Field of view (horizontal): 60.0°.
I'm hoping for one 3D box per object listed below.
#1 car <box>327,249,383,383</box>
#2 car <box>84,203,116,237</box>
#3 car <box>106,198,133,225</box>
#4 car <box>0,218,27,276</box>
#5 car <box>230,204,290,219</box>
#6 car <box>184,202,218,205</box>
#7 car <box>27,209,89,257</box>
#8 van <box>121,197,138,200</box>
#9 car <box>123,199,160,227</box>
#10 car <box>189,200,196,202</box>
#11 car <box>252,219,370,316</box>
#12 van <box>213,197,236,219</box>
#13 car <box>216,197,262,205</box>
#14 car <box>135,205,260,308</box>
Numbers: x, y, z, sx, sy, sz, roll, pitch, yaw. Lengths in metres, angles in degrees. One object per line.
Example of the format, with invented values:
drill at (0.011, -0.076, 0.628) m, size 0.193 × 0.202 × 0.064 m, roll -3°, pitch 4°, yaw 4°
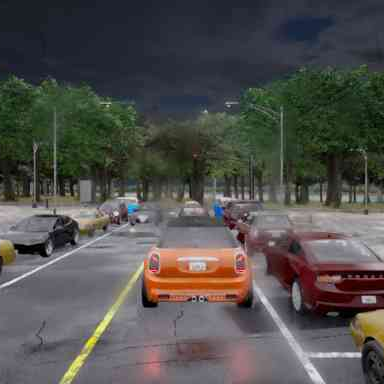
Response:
car at (2.762, 1.525, 2.156) m, size 1.752 × 1.417 × 4.829 m, roll 0°, pitch 0°, yaw 0°
car at (-5.749, 1.527, 18.136) m, size 1.752 × 1.417 × 4.829 m, roll 0°, pitch 0°, yaw 0°
car at (-5.744, 1.443, 23.744) m, size 1.967 × 1.590 × 4.097 m, roll 0°, pitch 0°, yaw 0°
car at (-5.758, 1.525, 7.261) m, size 1.752 × 1.417 × 4.829 m, roll 0°, pitch 0°, yaw 0°
car at (2.772, 1.441, 12.861) m, size 1.967 × 1.590 × 4.097 m, roll 0°, pitch 0°, yaw 0°
car at (0.113, 1.493, 17.310) m, size 2.128 × 1.511 × 4.902 m, roll 0°, pitch 0°, yaw 0°
car at (-5.753, 1.567, 12.869) m, size 1.947 × 1.339 × 4.313 m, roll 0°, pitch 0°, yaw 0°
van at (-5.739, 1.345, 29.182) m, size 1.690 × 1.788 × 3.998 m, roll 0°, pitch 0°, yaw 0°
car at (-3.018, 1.495, 23.074) m, size 2.128 × 1.511 × 4.902 m, roll 0°, pitch 0°, yaw 1°
car at (0.021, 1.460, 27.255) m, size 1.801 × 1.575 × 5.366 m, roll 0°, pitch 0°, yaw 1°
car at (2.767, 1.545, 7.424) m, size 1.887 × 1.381 × 4.507 m, roll 0°, pitch 0°, yaw 0°
van at (2.786, 1.345, 29.174) m, size 1.690 × 1.788 × 3.998 m, roll 0°, pitch 0°, yaw 0°
car at (2.776, 1.317, 18.299) m, size 2.192 × 1.841 × 5.009 m, roll 0°, pitch 0°, yaw 0°
car at (0.106, 1.352, 8.096) m, size 2.097 × 1.767 × 4.553 m, roll 0°, pitch 0°, yaw 0°
